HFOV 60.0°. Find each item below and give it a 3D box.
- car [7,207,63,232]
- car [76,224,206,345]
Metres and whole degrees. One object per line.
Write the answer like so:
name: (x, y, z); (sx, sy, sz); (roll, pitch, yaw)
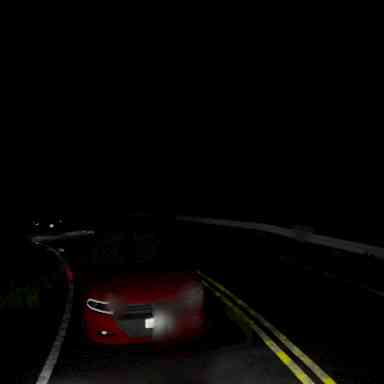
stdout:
car: (-9.636, 1.706, 20.224); (4.892, 1.490, 1.837); (-2, 2, 43)
car: (-1.265, 1.489, 6.834); (1.882, 1.535, 5.008); (-1, 0, -18)
